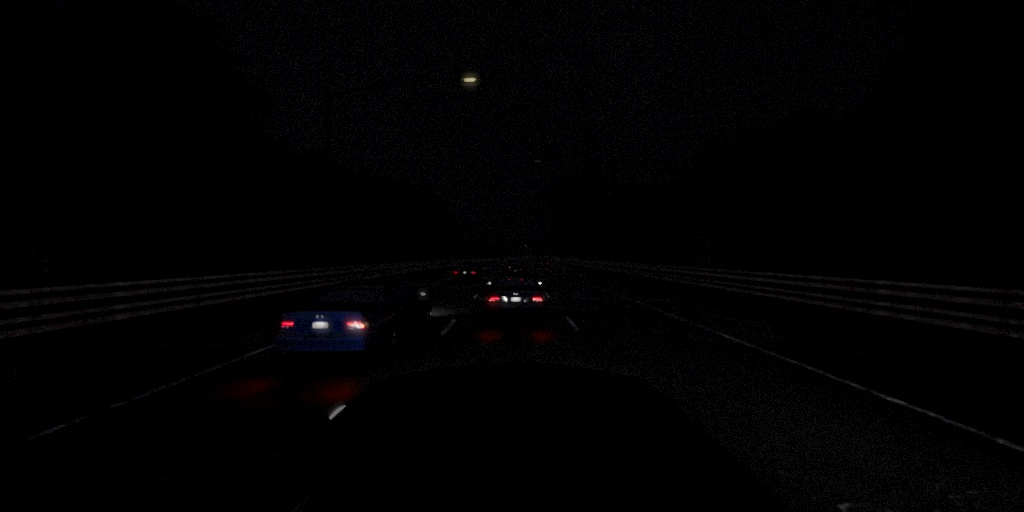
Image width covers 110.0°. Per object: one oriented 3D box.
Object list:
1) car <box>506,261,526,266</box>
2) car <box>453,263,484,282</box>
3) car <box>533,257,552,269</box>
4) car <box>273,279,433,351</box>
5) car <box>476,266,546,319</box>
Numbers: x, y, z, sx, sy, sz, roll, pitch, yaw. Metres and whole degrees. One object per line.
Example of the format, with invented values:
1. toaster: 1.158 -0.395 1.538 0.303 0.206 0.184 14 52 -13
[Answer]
1. car: 0.408 1.171 35.693 1.812 1.442 4.674 0 0 1
2. car: -3.261 1.207 27.541 2.033 1.411 5.357 0 0 1
3. car: 4.384 1.211 53.261 1.994 1.385 4.181 0 0 2
4. car: -3.397 1.265 8.867 2.033 1.411 5.357 0 0 0
5. car: 0.108 1.250 12.545 2.033 1.411 5.357 0 0 0
